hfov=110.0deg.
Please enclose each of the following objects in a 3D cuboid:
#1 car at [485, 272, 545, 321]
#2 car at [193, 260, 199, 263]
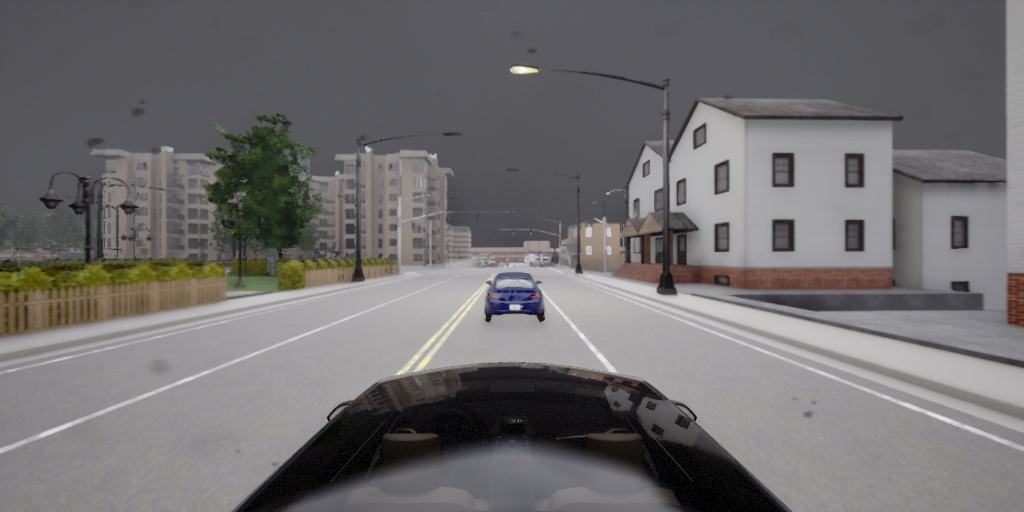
[{"bbox_3d":[0.076,1.275,12.365,1.812,1.442,4.674,0,0,0],"label":"car"},{"bbox_3d":[-43.320,1.313,48.289,4.892,1.490,1.837,0,0,1],"label":"car"}]
